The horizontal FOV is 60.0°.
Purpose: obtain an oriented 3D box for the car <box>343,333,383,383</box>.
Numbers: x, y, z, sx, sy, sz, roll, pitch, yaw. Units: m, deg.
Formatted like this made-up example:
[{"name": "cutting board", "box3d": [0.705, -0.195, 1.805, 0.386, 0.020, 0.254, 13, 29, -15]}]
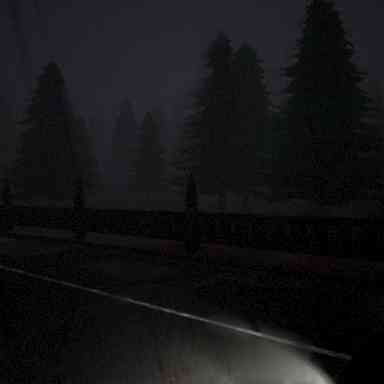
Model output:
[{"name": "car", "box3d": [3.030, 1.559, 1.830, 4.181, 1.385, 1.994, 0, 0, 35]}]
